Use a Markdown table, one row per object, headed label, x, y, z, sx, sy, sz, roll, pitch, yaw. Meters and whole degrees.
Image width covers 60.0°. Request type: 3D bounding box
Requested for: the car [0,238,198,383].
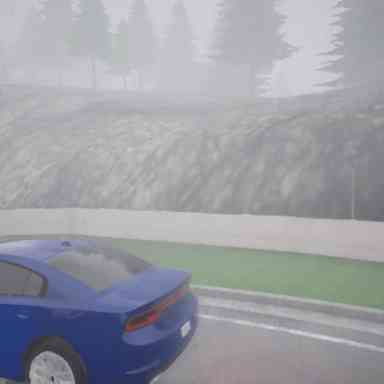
| label | x | y | z | sx | sy | sz | roll | pitch | yaw |
| --- | --- | --- | --- | --- | --- | --- | --- | --- | --- |
| car | -2.410 | 1.405 | 4.598 | 5.008 | 1.535 | 1.882 | 0 | 1 | 20 |
